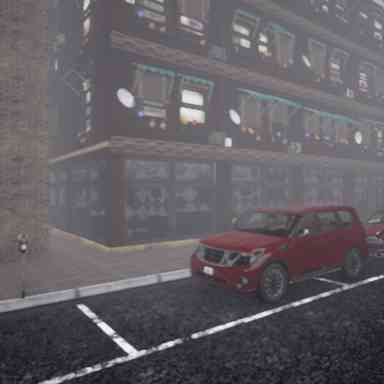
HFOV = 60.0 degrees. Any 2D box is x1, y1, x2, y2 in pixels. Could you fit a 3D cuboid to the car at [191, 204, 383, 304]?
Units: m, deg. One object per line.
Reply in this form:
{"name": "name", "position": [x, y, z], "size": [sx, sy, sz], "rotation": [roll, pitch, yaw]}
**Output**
{"name": "car", "position": [2.385, 1.267, 8.260], "size": [5.009, 1.841, 2.192], "rotation": [-1, 1, -36]}
